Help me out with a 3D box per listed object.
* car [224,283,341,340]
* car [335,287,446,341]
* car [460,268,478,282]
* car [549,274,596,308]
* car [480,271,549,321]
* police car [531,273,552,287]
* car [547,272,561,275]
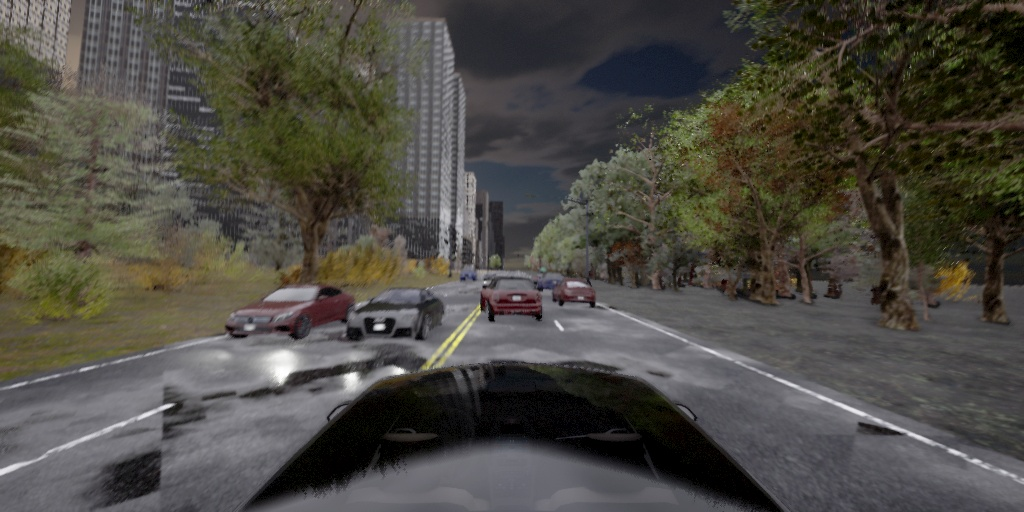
[{"bbox_3d":[-6.559,1.604,11.315,1.812,1.442,4.674,1,-2,0],"label":"car"},{"bbox_3d":[-3.314,1.660,10.975,1.994,1.385,4.181,1,-2,0],"label":"car"},{"bbox_3d":[-6.464,2.785,54.065,2.150,2.045,5.566,0,-2,1],"label":"car"},{"bbox_3d":[3.310,1.933,19.512,1.812,1.442,4.674,2,-2,0],"label":"car"},{"bbox_3d":[-0.138,1.626,15.204,2.097,1.767,4.553,1,-2,-9],"label":"car"},{"bbox_3d":[3.313,2.720,41.514,2.038,1.542,4.974,0,-2,0],"label":"police car"},{"bbox_3d":[3.329,2.140,30.489,2.097,1.767,4.553,2,-2,0],"label":"car"}]
